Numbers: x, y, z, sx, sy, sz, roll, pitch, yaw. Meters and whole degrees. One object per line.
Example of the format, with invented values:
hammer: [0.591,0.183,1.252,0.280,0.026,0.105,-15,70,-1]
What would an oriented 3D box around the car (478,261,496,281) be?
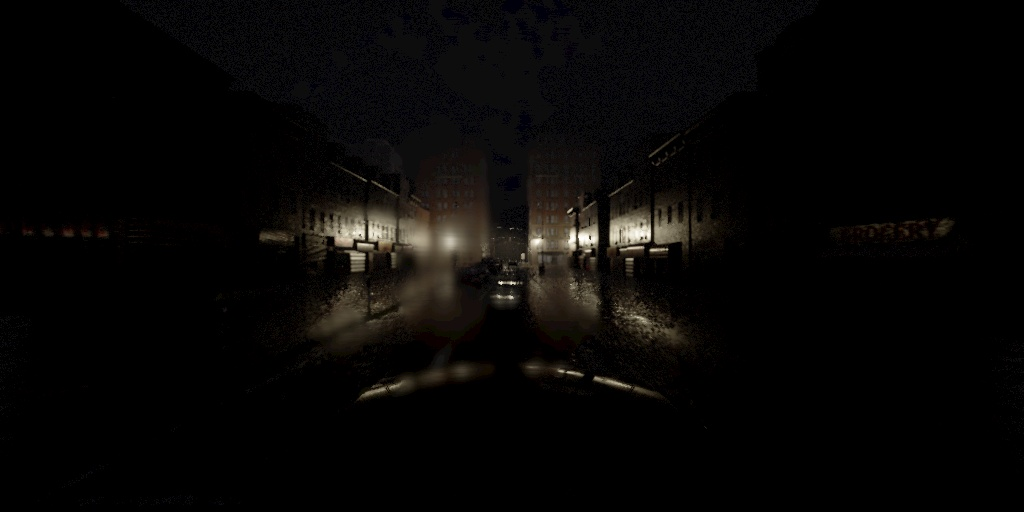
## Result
car: [-2.600,1.344,27.928,2.007,1.370,4.403,0,0,0]

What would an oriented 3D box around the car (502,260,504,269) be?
car: [-2.565,1.183,50.381,2.192,1.841,5.009,0,0,0]

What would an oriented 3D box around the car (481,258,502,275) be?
car: [-2.583,1.141,39.155,2.192,1.841,5.009,0,0,0]

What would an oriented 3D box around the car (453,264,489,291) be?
car: [-2.609,1.362,22.314,1.802,1.307,4.207,0,0,0]
